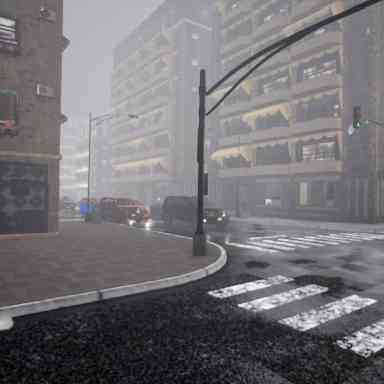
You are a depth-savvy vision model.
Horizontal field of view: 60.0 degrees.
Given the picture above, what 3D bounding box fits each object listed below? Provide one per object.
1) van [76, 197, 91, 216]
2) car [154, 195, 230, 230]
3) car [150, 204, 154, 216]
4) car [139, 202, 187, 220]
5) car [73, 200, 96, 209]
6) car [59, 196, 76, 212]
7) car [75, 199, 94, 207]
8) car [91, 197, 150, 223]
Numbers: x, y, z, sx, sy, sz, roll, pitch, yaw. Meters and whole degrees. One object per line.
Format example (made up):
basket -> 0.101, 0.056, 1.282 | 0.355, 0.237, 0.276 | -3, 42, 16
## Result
van -> -8.791, 1.361, 29.995 | 1.690, 1.788, 3.998 | 1, -1, -35
car -> 0.033, 1.257, 21.840 | 2.150, 2.045, 5.566 | 2, -1, -36
car -> -5.539, 1.418, 29.686 | 2.097, 1.767, 4.553 | 2, -1, -35
car -> -2.819, 1.675, 30.937 | 2.033, 1.411, 5.357 | 2, -1, -35
car -> -16.125, 1.814, 49.654 | 1.895, 1.301, 4.718 | 2, -1, -35
car -> -15.251, 1.375, 39.084 | 2.192, 1.841, 5.009 | 1, -1, -35
car -> -18.526, 1.879, 57.280 | 1.802, 1.307, 4.206 | 1, -1, -35
car -> -5.559, 1.316, 25.451 | 2.192, 1.841, 5.009 | 1, -1, -35
